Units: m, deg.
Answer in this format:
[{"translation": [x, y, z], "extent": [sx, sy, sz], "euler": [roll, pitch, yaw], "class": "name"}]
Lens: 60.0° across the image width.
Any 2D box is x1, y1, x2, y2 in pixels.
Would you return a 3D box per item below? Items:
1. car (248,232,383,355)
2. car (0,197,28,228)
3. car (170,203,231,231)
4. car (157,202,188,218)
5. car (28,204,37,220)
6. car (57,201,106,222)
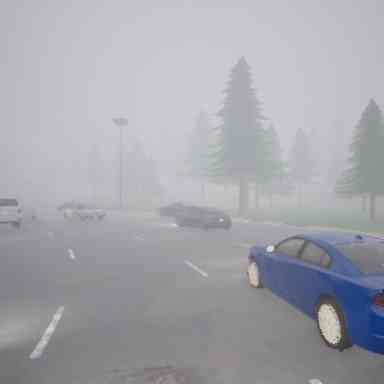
[{"translation": [2.654, 1.504, 6.407], "extent": [1.882, 1.535, 5.008], "euler": [1, 0, -10], "class": "car"}, {"translation": [-13.192, 1.333, 22.149], "extent": [2.150, 2.045, 5.566], "euler": [0, 0, -44], "class": "car"}, {"translation": [0.646, 1.659, 21.414], "extent": [1.994, 1.385, 4.181], "euler": [0, 0, -32], "class": "car"}, {"translation": [-1.257, 1.612, 29.990], "extent": [1.882, 1.535, 5.008], "euler": [1, -1, -41], "class": "car"}, {"translation": [-15.059, 1.666, 28.859], "extent": [4.674, 1.442, 1.812], "euler": [0, 0, 45], "class": "car"}, {"translation": [-9.222, 1.733, 28.069], "extent": [1.895, 1.301, 4.718], "euler": [0, 0, -44], "class": "car"}]
